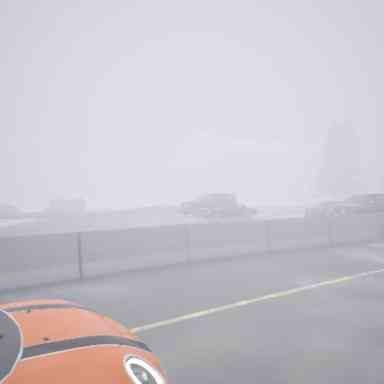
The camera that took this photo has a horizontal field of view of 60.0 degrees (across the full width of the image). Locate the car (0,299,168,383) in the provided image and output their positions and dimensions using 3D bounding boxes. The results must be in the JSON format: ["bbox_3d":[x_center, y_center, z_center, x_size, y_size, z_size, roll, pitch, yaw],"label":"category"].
[{"bbox_3d":[-2.319,1.340,1.972,4.553,1.767,2.097,0,0,-36],"label":"car"}]

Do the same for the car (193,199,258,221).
[{"bbox_3d":[2.780,1.500,26.116,4.718,1.301,1.895,0,0,-29],"label":"car"}]

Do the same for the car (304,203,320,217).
[{"bbox_3d":[11.156,1.412,26.513,4.892,1.490,1.837,0,0,-26],"label":"car"}]

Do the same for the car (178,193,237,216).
[{"bbox_3d":[1.566,1.107,29.428,5.566,2.045,2.150,0,0,-28],"label":"car"}]

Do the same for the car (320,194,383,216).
[{"bbox_3d":[11.923,1.145,23.014,5.566,2.045,2.150,0,0,-26],"label":"car"}]
